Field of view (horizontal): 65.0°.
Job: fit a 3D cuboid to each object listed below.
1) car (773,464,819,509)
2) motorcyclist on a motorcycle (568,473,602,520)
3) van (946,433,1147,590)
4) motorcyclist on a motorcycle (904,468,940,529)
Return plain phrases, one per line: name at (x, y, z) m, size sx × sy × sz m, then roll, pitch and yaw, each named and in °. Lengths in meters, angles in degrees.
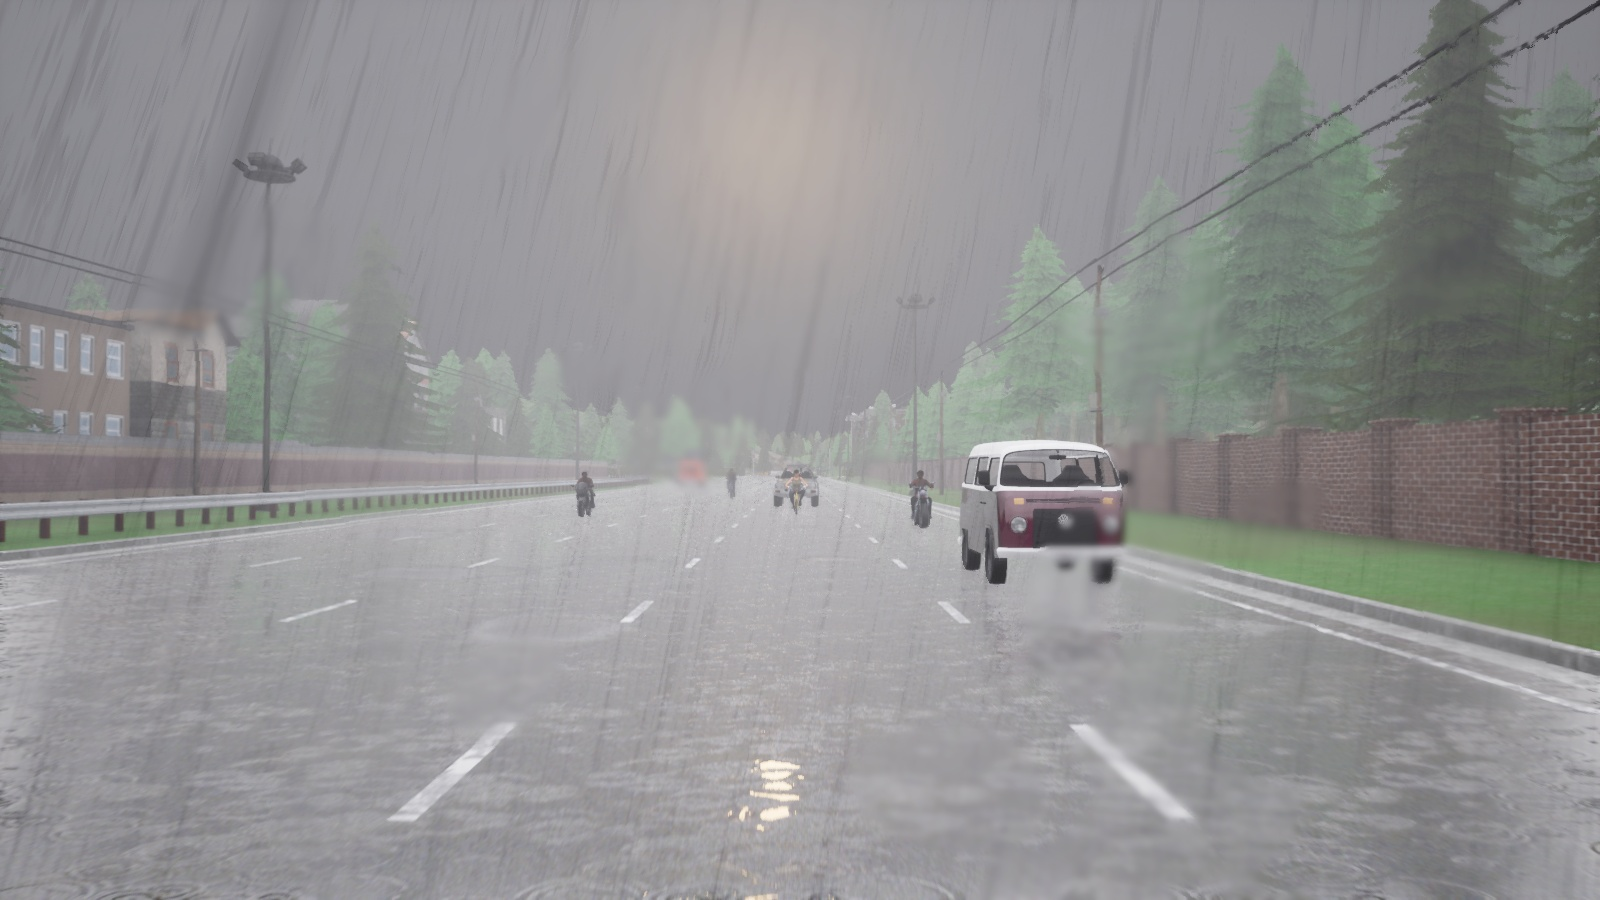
car at (-0.126, 1.559, 55.626) m, size 1.932 × 1.855 × 4.605 m, roll 0°, pitch 0°, yaw 1°
motorcyclist on a motorcycle at (-7.100, 1.521, 41.540) m, size 0.797 × 1.523 × 2.044 m, roll 0°, pitch -1°, yaw 0°
van at (3.454, 0.835, 18.536) m, size 2.069 × 2.038 × 4.480 m, roll 0°, pitch -1°, yaw 0°
motorcyclist on a motorcycle at (3.415, 1.343, 35.365) m, size 0.766 × 1.649 × 2.350 m, roll 0°, pitch -1°, yaw 0°
